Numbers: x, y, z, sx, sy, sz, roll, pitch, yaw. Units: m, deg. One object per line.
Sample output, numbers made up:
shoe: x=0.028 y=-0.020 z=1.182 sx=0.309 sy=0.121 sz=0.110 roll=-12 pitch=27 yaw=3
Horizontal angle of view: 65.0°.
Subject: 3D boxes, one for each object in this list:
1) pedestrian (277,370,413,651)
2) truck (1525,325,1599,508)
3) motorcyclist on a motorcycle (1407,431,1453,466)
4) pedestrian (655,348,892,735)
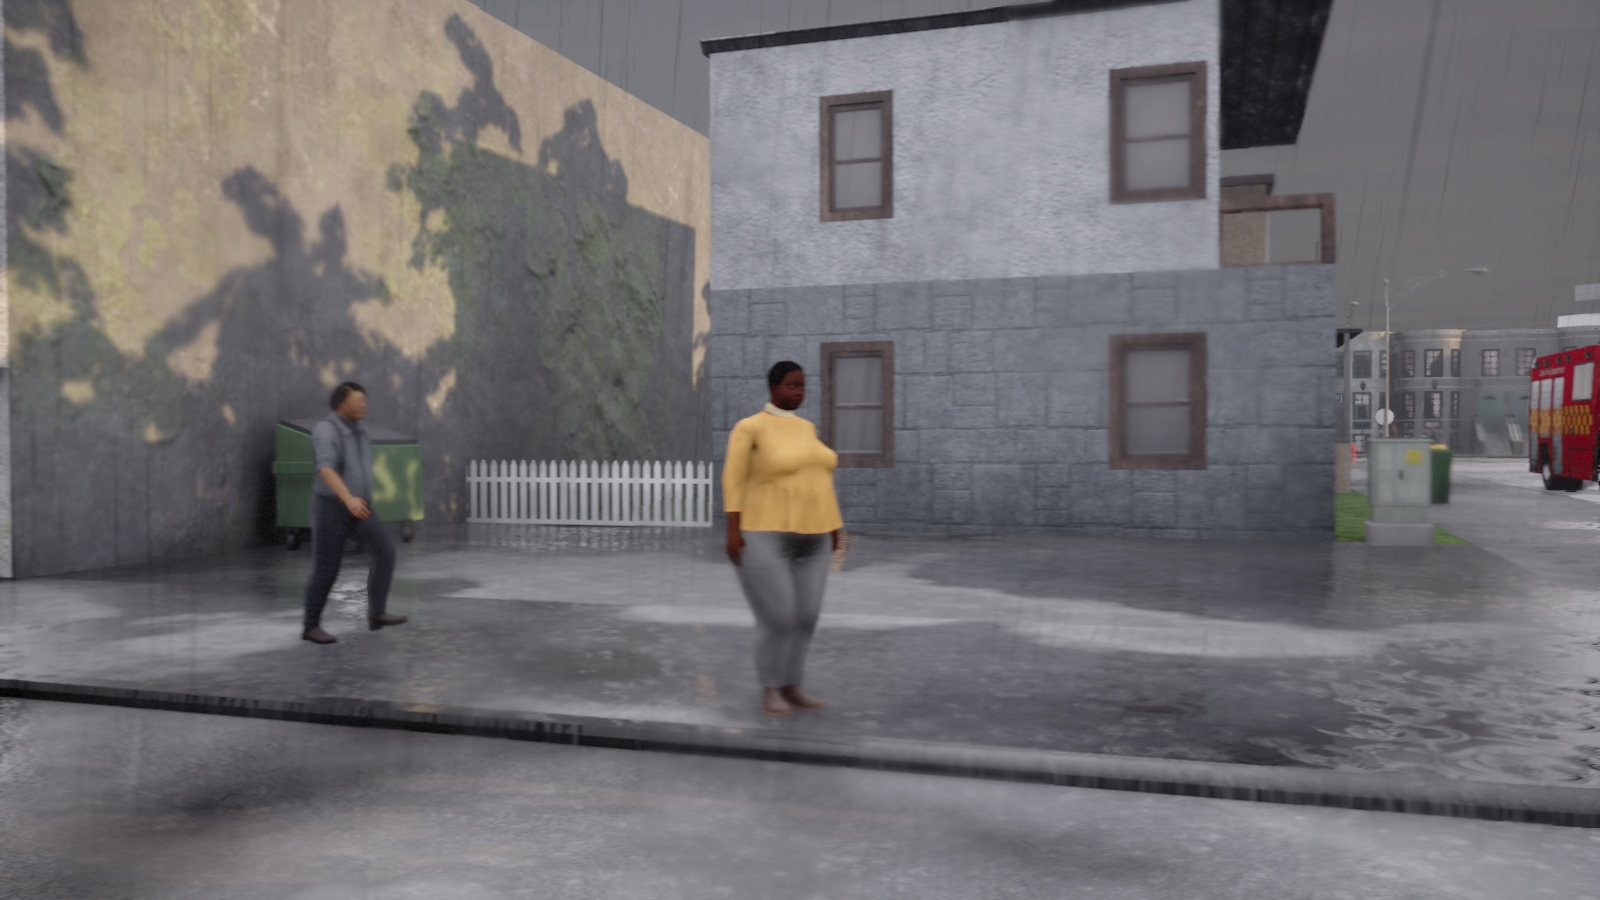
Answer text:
pedestrian: x=-3.124 y=0.390 z=8.636 sx=0.694 sy=1.848 sz=0.540 roll=1 pitch=1 yaw=24
truck: x=18.930 y=-0.724 z=28.230 sx=2.891 sy=3.827 sz=8.468 roll=0 pitch=1 yaw=19
motorcyclist on a motorcycle: x=30.600 y=-0.088 z=61.014 sx=0.866 sy=1.590 sz=1.817 roll=-3 pitch=3 yaw=-33
pedestrian: x=-0.148 y=0.431 z=6.635 sx=0.874 sy=1.855 sz=0.900 roll=-1 pitch=1 yaw=-39
